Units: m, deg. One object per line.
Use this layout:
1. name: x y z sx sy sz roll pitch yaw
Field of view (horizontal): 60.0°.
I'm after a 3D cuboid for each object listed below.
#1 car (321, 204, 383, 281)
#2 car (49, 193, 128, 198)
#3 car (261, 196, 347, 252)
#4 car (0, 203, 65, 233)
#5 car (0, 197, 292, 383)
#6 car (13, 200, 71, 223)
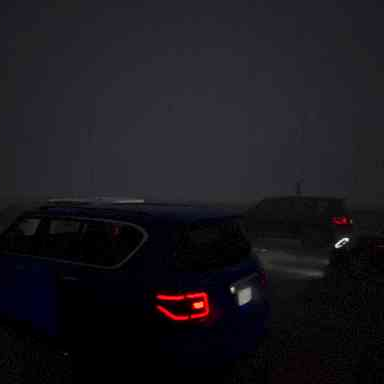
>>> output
1. car: 5.946 1.352 8.350 4.553 1.767 2.097 0 0 36
2. car: -3.751 1.169 10.965 5.566 2.045 2.150 0 0 35
3. car: 3.843 1.193 14.134 5.566 2.045 2.150 0 0 35
4. car: -10.058 1.437 19.762 5.357 1.411 2.033 0 0 35
5. car: -1.608 1.198 5.138 5.566 2.045 2.150 0 0 35
6. car: -11.325 1.392 24.963 4.674 1.442 1.812 0 0 36
